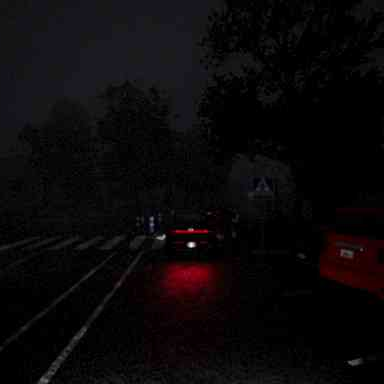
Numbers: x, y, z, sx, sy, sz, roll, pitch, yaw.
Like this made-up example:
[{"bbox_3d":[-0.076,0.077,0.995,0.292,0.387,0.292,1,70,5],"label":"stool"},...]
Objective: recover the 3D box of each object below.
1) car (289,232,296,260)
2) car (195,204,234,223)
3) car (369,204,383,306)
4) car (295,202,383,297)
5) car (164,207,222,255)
[{"bbox_3d":[5.248,1.515,9.964,4.892,1.521,2.231,1,0,-21],"label":"car"},{"bbox_3d":[2.143,1.759,28.001,1.994,1.385,4.181,2,-2,21],"label":"car"},{"bbox_3d":[5.294,1.250,4.002,5.566,2.045,2.435,1,0,-21],"label":"car"},{"bbox_3d":[5.319,1.257,7.005,5.566,2.045,2.435,1,0,-21],"label":"car"},{"bbox_3d":[-0.052,1.532,13.443,1.837,1.490,4.892,0,-1,-1],"label":"car"}]
